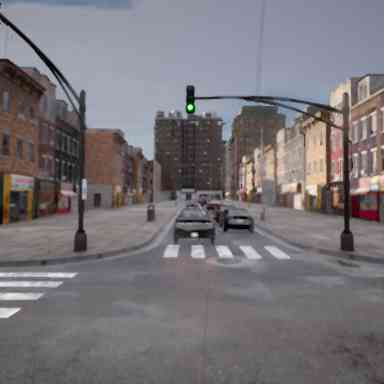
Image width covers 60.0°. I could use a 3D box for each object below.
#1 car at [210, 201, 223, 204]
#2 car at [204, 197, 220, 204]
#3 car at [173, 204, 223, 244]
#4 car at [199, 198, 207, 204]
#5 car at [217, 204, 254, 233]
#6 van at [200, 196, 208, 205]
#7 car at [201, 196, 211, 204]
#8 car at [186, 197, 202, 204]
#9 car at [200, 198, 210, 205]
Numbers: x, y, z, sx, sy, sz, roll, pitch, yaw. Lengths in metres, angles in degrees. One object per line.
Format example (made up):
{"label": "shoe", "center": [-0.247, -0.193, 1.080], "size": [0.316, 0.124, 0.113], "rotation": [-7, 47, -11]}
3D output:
{"label": "car", "center": [2.664, 1.668, 25.841], "size": [1.947, 1.339, 4.313], "rotation": [2, 0, 0]}
{"label": "car", "center": [2.760, 1.669, 40.123], "size": [1.882, 1.535, 5.008], "rotation": [0, 0, 0]}
{"label": "car", "center": [0.108, 1.535, 15.996], "size": [2.128, 1.511, 4.902], "rotation": [0, 0, 0]}
{"label": "car", "center": [2.665, 2.108, 80.217], "size": [1.887, 1.381, 4.507], "rotation": [1, -1, 0]}
{"label": "car", "center": [2.664, 1.643, 20.404], "size": [1.947, 1.339, 4.313], "rotation": [2, 0, 0]}
{"label": "van", "center": [2.671, 1.844, 74.782], "size": [1.690, 1.788, 3.998], "rotation": [1, -1, 0]}
{"label": "car", "center": [2.672, 1.655, 58.468], "size": [2.192, 1.841, 5.009], "rotation": [2, -1, 0]}
{"label": "car", "center": [0.063, 1.804, 50.725], "size": [2.033, 1.411, 5.357], "rotation": [0, 0, 0]}
{"label": "car", "center": [2.665, 2.027, 69.341], "size": [1.802, 1.307, 4.206], "rotation": [1, -1, 0]}
